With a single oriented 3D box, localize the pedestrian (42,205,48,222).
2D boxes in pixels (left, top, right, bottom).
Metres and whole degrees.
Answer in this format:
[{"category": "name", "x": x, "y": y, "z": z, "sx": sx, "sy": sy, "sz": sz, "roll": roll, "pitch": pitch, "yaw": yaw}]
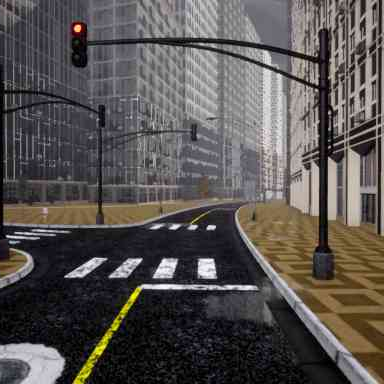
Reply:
[{"category": "pedestrian", "x": -9.297, "y": 1.344, "z": 21.052, "sx": 0.500, "sy": 1.100, "sz": 0.500, "roll": 0, "pitch": 0, "yaw": 17}]
